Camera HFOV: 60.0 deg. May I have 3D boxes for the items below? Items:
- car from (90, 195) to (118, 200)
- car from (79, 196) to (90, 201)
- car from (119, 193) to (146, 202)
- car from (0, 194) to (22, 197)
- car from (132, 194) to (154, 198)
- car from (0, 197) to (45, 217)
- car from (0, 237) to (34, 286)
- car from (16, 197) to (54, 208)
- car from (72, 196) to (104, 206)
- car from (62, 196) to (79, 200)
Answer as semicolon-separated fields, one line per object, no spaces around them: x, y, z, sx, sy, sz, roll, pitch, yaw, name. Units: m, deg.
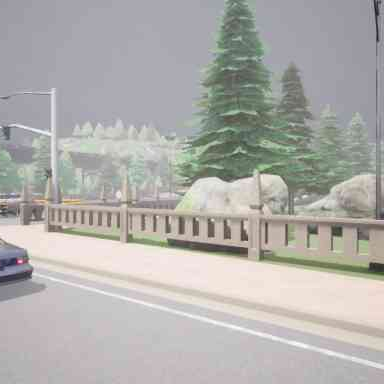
-13.022;1.334;52.270;2.097;1.767;4.553;0;1;36;car
-18.508;1.352;50.624;2.097;1.767;4.553;0;0;35;car
-11.696;1.131;66.082;2.033;1.411;5.357;0;3;36;car
-24.176;1.221;42.748;2.150;2.045;5.566;0;0;36;car
-8.645;1.290;58.370;2.128;1.511;4.902;0;2;36;car
-15.150;1.493;30.988;2.128;1.511;4.902;0;0;36;car
-6.105;1.547;8.317;5.357;1.411;2.033;0;0;36;car
-23.398;1.505;49.816;1.837;1.490;4.892;0;0;36;car
-17.913;1.456;57.463;2.128;1.511;4.902;0;1;36;car
-18.370;1.478;44.823;1.882;1.535;5.008;0;0;36;car
